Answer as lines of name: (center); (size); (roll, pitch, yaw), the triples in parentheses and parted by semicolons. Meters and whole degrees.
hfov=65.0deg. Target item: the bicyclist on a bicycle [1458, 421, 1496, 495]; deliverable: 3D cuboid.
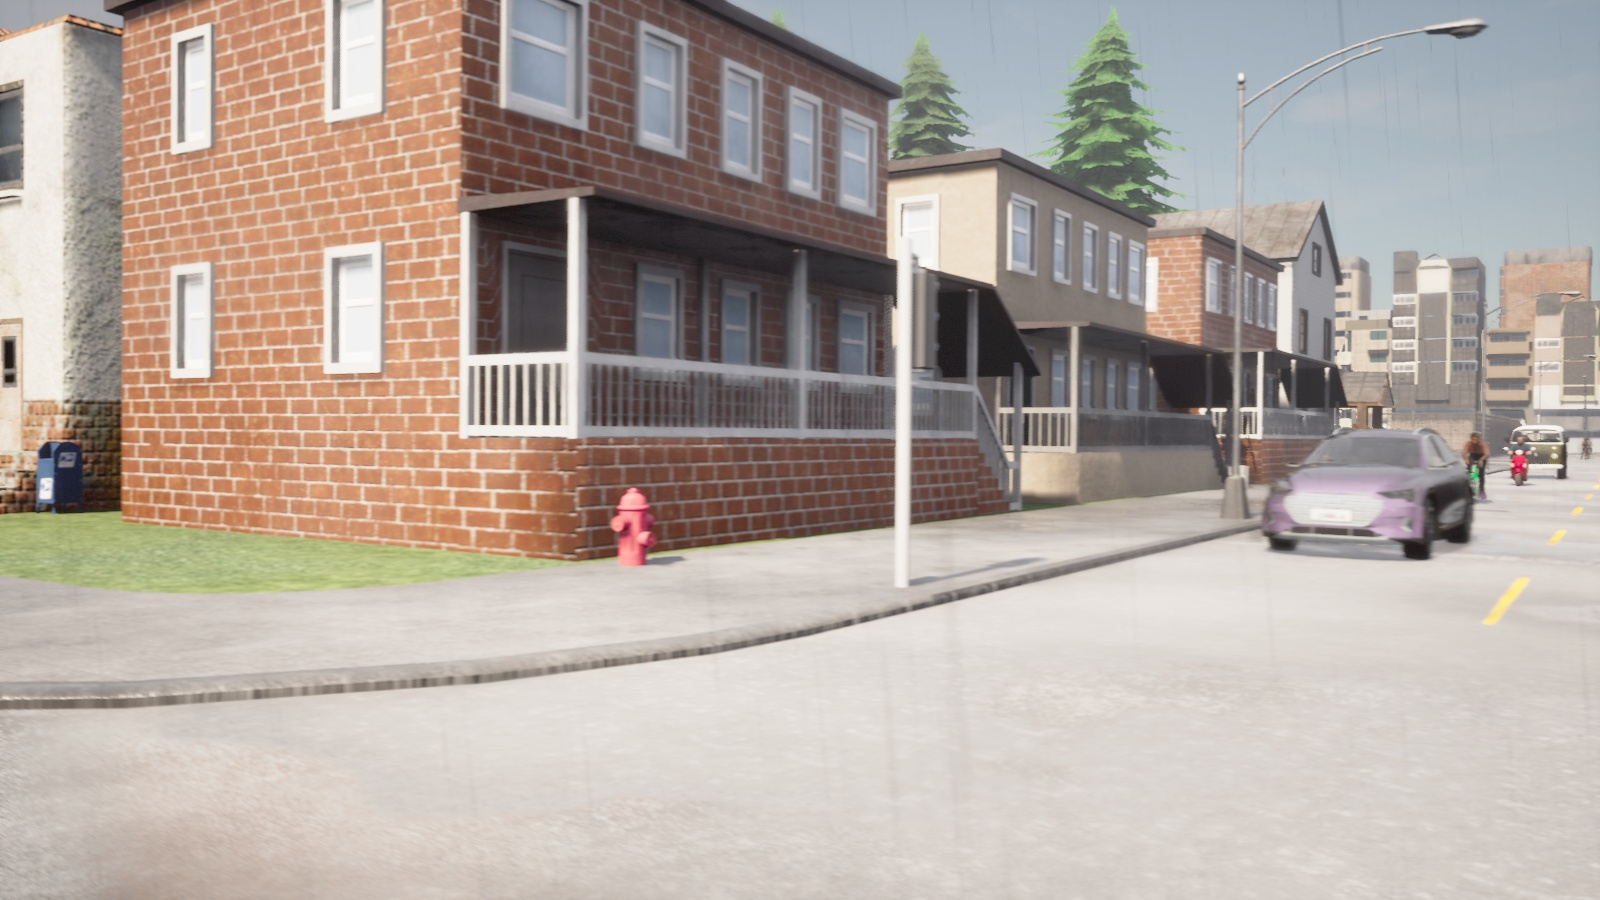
bicyclist on a bicycle: (15.269, 0.159, 28.306); (0.582, 1.620, 1.656); (0, 1, 34)

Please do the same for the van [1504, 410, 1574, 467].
van: (28.163, -0.453, 47.777); (2.069, 2.038, 4.480); (0, 1, 34)

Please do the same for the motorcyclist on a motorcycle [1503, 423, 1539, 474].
motorcyclist on a motorcycle: (22.805, -0.064, 39.687); (0.866, 1.590, 1.817); (0, 1, 34)

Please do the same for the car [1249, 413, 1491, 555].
car: (7.894, 0.357, 17.089); (2.033, 1.649, 4.856); (0, 1, 36)
